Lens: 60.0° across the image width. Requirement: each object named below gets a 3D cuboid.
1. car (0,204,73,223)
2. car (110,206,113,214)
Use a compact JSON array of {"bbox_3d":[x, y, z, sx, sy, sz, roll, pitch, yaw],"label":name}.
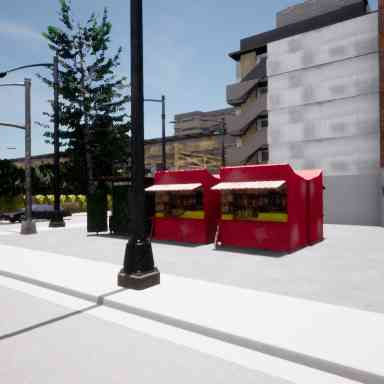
[{"bbox_3d":[-12.444,1.686,26.971,2.033,1.411,5.357,-1,-1,36],"label":"car"},{"bbox_3d":[-6.439,1.492,35.258,2.097,1.767,4.553,-1,-1,36],"label":"car"}]
